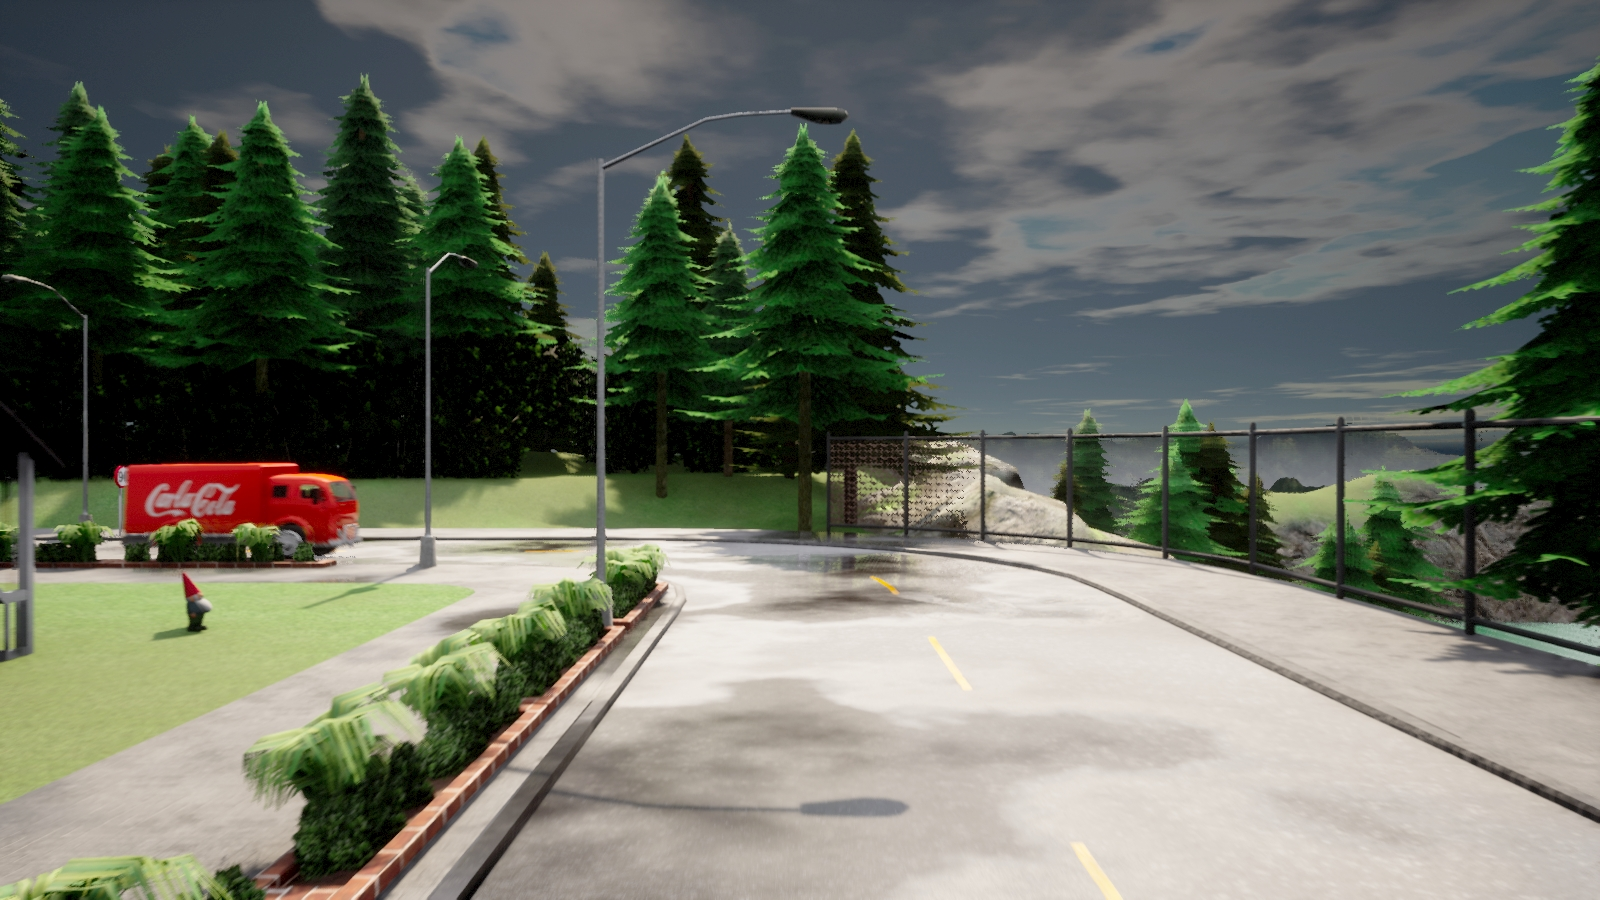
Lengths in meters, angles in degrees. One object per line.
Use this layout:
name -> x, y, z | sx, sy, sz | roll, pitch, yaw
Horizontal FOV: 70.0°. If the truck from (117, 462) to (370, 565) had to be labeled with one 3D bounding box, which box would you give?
truck -> -14.094, 1.568, 29.243 | 5.204, 2.467, 2.627 | 0, 0, 0
